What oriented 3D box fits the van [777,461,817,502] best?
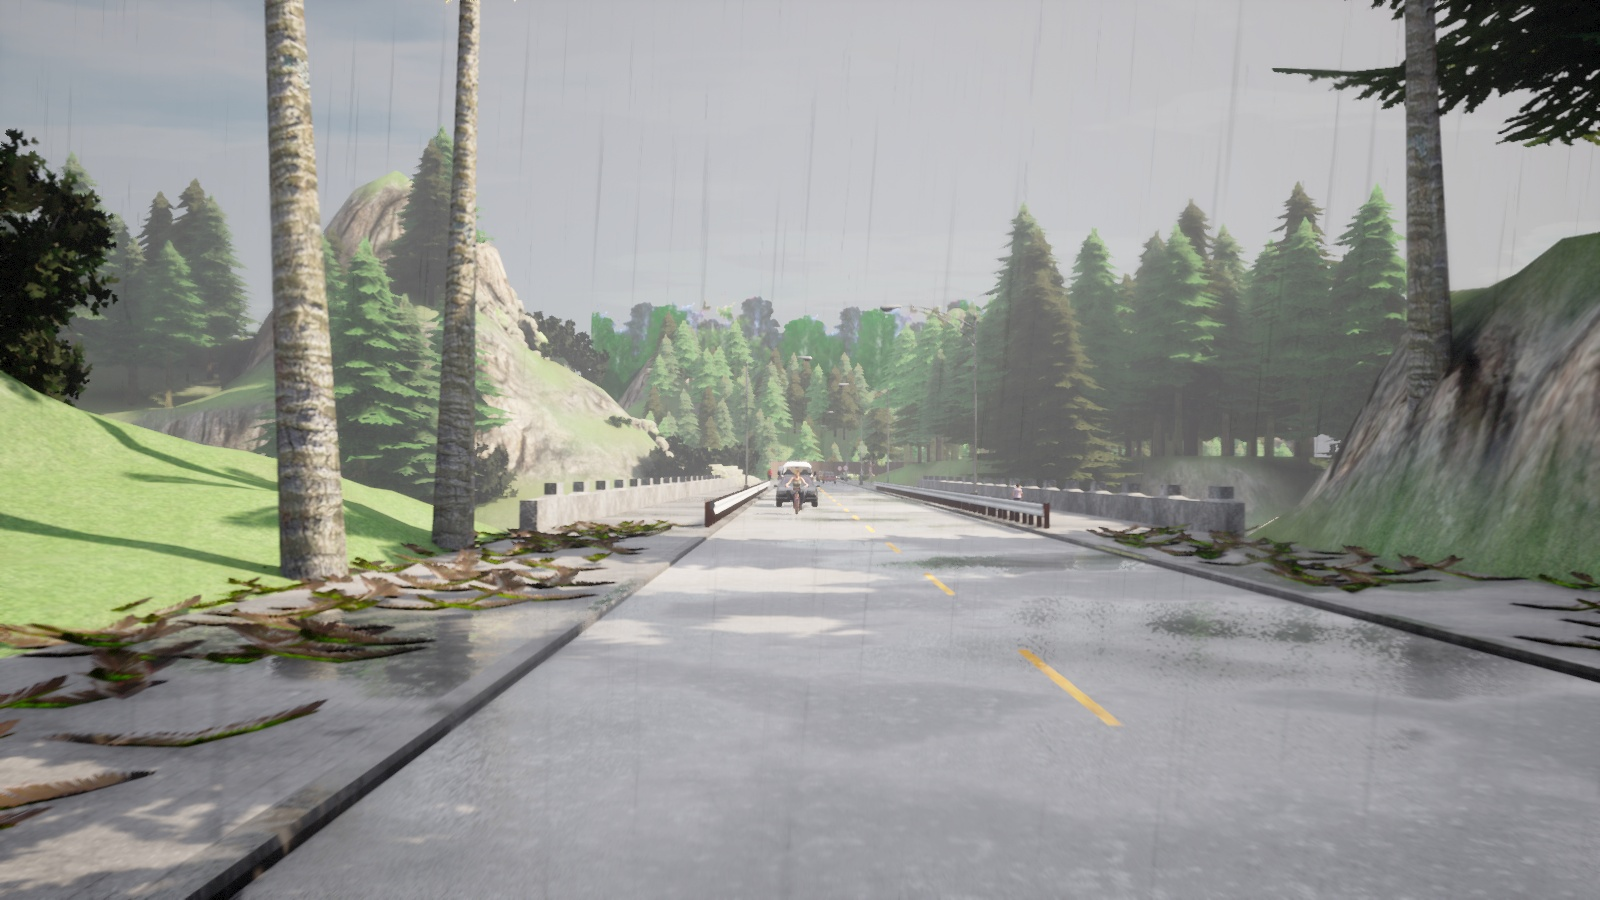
[{"bbox_3d":[-0.145,1.662,68.025,2.069,2.038,4.480,0,1,0],"label":"van"}]

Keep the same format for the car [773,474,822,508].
[{"bbox_3d":[-0.120,1.794,55.603,2.033,1.411,5.357,0,-1,0],"label":"car"}]
